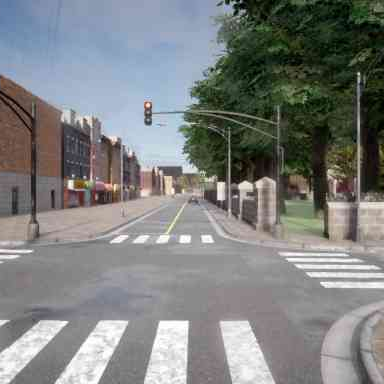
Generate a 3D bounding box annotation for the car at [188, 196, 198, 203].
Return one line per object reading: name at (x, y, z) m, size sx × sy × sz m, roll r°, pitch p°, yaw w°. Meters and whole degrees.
car at (0.208, 1.506, 67.028) m, size 2.033 × 1.411 × 5.357 m, roll 0°, pitch 0°, yaw -1°
